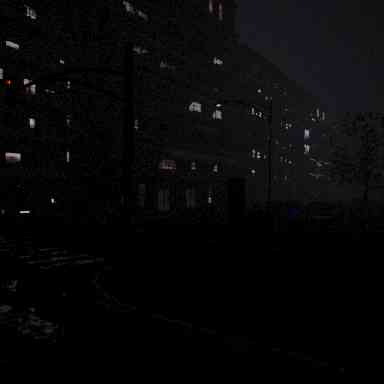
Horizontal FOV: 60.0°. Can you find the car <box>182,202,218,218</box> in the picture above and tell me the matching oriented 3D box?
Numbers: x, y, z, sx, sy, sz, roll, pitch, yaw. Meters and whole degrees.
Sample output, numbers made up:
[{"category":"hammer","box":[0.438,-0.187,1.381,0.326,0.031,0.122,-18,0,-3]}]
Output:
[{"category":"car","box":[0.872,1.712,32.616,1.887,1.381,4.507,1,0,36]}]

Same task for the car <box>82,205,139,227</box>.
[{"category":"car","box":[-5.696,1.626,23.710,2.008,1.369,4.403,1,0,36]}]

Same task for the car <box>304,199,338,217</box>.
[{"category":"car","box":[14.181,1.837,36.544,1.967,1.590,4.097,1,0,36]}]

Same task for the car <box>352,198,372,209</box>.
[{"category":"car","box":[27.318,1.891,54.357,2.192,1.841,5.009,1,0,36]}]

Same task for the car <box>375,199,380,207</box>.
[{"category":"car","box":[33.884,2.103,63.264,1.967,1.590,4.097,1,0,36]}]

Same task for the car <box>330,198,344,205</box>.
[{"category":"car","box":[33.712,2.176,77.150,1.947,1.339,4.313,1,0,36]}]

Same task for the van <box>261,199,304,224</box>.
[{"category":"van","box":[7.613,1.647,27.637,1.690,1.788,3.998,1,0,36]}]

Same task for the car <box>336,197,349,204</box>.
[{"category":"car","box":[36.998,2.093,81.604,1.967,1.590,4.097,1,0,36]}]

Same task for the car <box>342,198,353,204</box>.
[{"category":"car","box":[40.180,2.220,85.920,1.752,1.417,4.829,1,0,36]}]

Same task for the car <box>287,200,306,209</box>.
[{"category":"car","box":[17.292,1.974,54.884,1.802,1.307,4.206,1,0,36]}]

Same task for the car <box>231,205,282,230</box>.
[{"category":"car","box":[4.327,1.826,23.183,1.947,1.339,4.313,1,0,36]}]

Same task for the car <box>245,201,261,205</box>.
[{"category":"car","box":[7.440,1.840,41.523,1.802,1.307,4.206,1,0,36]}]

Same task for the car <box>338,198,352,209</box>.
[{"category":"car","box":[24.020,2.064,54.263,2.033,1.411,5.357,1,0,37]}]

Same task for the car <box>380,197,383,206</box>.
[{"category":"car","box":[37.167,2.251,67.717,1.887,1.381,4.507,1,0,36]}]

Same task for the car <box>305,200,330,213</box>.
[{"category":"car","box":[16.822,1.896,44.479,1.882,1.535,5.008,1,0,37]}]

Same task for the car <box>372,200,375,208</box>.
[{"category":"car","box":[30.599,2.201,58.810,1.802,1.307,4.206,1,0,36]}]

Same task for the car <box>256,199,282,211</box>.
[{"category":"car","box":[10.725,1.743,45.977,1.967,1.590,4.097,1,0,36]}]

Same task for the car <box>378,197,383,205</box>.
[{"category":"car","box":[47.023,2.150,81.078,2.192,1.841,5.009,1,0,36]}]
